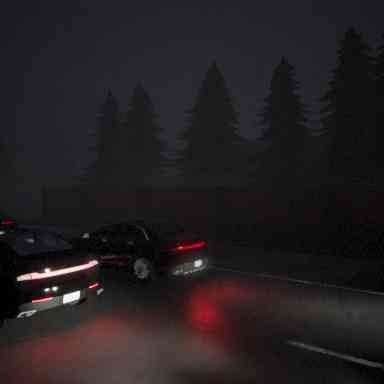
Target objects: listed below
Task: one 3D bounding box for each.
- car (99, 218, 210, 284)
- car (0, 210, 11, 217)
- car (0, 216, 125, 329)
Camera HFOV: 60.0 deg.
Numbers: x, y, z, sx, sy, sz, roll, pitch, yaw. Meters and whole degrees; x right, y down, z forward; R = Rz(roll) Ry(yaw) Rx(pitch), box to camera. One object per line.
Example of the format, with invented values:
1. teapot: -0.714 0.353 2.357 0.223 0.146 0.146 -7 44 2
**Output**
1. car: -1.806 1.505 9.604 4.892 1.490 1.837 0 0 36
2. car: -9.995 1.505 15.485 4.892 1.490 1.837 0 0 36
3. car: -3.921 1.492 6.813 4.902 1.511 2.128 0 0 36
